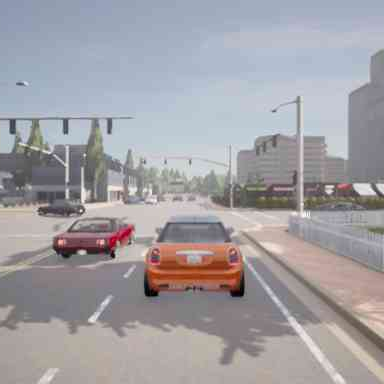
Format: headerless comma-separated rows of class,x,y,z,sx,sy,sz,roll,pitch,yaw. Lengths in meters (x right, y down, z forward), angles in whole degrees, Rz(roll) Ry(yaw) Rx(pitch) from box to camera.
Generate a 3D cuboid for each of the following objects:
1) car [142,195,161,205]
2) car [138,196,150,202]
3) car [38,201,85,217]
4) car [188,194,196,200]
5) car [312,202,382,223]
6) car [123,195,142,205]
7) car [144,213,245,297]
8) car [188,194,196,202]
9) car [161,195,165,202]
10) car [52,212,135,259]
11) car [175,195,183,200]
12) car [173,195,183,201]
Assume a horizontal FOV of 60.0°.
car,-7.062,1.500,57.704,1.812,1.442,4.674,0,0,1
car,-10.509,1.521,73.082,1.994,1.385,4.181,0,0,0
car,-11.984,1.512,30.552,4.674,1.442,1.812,0,-1,24
car,-0.010,1.359,88.339,2.128,1.511,4.902,0,0,0
car,11.513,1.481,24.777,4.902,1.511,2.128,0,0,-1
car,-10.560,1.327,57.633,2.097,1.767,4.553,0,0,0
car,0.063,1.348,8.728,2.097,1.767,4.553,0,0,0
car,-0.009,1.497,78.064,2.033,1.411,5.357,0,0,0
car,-7.009,1.468,73.191,1.837,1.490,4.892,0,0,0
car,-3.418,1.595,12.593,1.895,1.301,4.718,0,0,0
car,-3.510,1.386,88.336,1.994,1.385,4.181,0,0,0
car,-3.509,1.479,78.382,1.812,1.442,4.674,0,0,0
